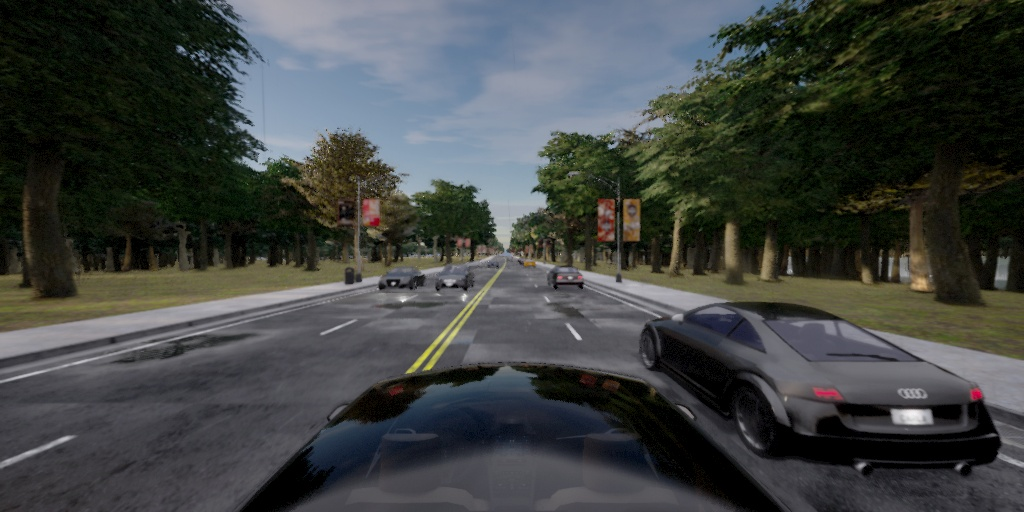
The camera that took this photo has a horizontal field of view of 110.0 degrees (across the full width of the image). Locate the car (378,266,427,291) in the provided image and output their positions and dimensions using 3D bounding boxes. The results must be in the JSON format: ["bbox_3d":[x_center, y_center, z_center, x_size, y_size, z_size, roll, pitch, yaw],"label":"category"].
[{"bbox_3d":[-6.594,1.334,21.900,1.994,1.385,4.181,0,0,0],"label":"car"}]

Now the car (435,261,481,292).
[{"bbox_3d":[-3.345,1.261,21.645,2.128,1.511,4.902,0,0,0],"label":"car"}]

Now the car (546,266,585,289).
[{"bbox_3d":[3.355,1.319,23.159,2.033,1.411,5.357,0,0,0],"label":"car"}]

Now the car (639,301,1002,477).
[{"bbox_3d":[3.352,1.314,5.009,1.994,1.385,4.181,0,0,0],"label":"car"}]

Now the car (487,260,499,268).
[{"bbox_3d":[-3.319,1.407,63.307,1.994,1.385,4.181,0,0,0],"label":"car"}]

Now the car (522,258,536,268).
[{"bbox_3d":[3.211,1.326,64.684,1.882,1.535,5.008,0,0,0],"label":"car"}]
